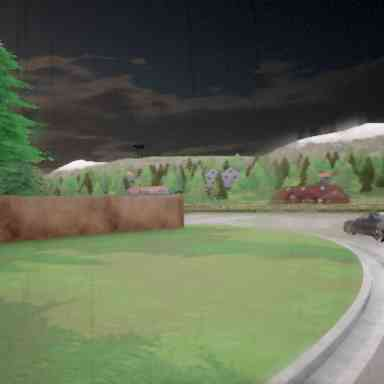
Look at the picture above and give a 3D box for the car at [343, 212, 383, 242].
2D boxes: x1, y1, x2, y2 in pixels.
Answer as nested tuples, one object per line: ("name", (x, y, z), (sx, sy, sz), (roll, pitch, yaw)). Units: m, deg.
("car", (10.052, 1.789, 17.707), (2.033, 1.411, 5.357), (-1, -1, 0))
